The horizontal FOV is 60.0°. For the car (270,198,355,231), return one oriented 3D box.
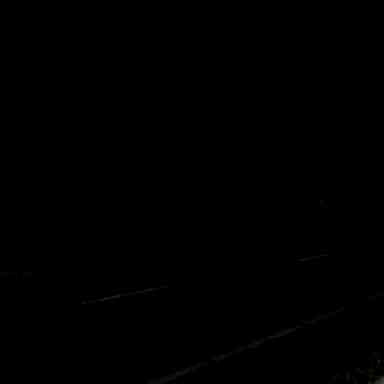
[{"bbox_3d":[8.046,1.429,22.883,2.435,2.045,5.566,1,-1,-40],"label":"car"}]

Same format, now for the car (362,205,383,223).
[{"bbox_3d":[12.172,1.816,26.459,2.163,1.488,4.792,2,-1,-41],"label":"car"}]
